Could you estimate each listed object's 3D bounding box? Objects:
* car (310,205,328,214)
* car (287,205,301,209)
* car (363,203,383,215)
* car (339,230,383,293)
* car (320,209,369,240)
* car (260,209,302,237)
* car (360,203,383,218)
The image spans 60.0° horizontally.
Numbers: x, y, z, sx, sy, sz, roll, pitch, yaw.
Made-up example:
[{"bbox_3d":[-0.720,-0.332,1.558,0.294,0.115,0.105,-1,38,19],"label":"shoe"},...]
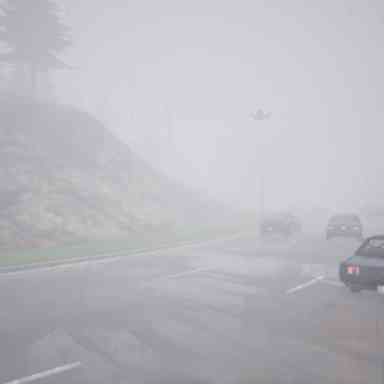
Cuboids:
[{"bbox_3d":[19.619,2.708,51.735,1.895,1.301,4.718,-1,-2,9],"label":"car"},{"bbox_3d":[16.162,2.771,52.766,1.994,1.385,4.181,-1,-2,10],"label":"car"},{"bbox_3d":[25.602,2.301,46.142,1.882,1.535,5.008,-1,-2,11],"label":"car"},{"bbox_3d":[5.456,1.749,8.559,1.895,1.301,4.718,-2,-2,41],"label":"car"},{"bbox_3d":[8.818,1.933,19.150,2.033,1.411,5.357,-2,-2,26],"label":"car"},{"bbox_3d":[5.778,2.044,21.585,1.812,1.442,4.674,-1,-2,30],"label":"car"},{"bbox_3d":[20.392,2.247,38.159,2.033,1.411,5.357,-1,-2,13],"label":"car"}]
